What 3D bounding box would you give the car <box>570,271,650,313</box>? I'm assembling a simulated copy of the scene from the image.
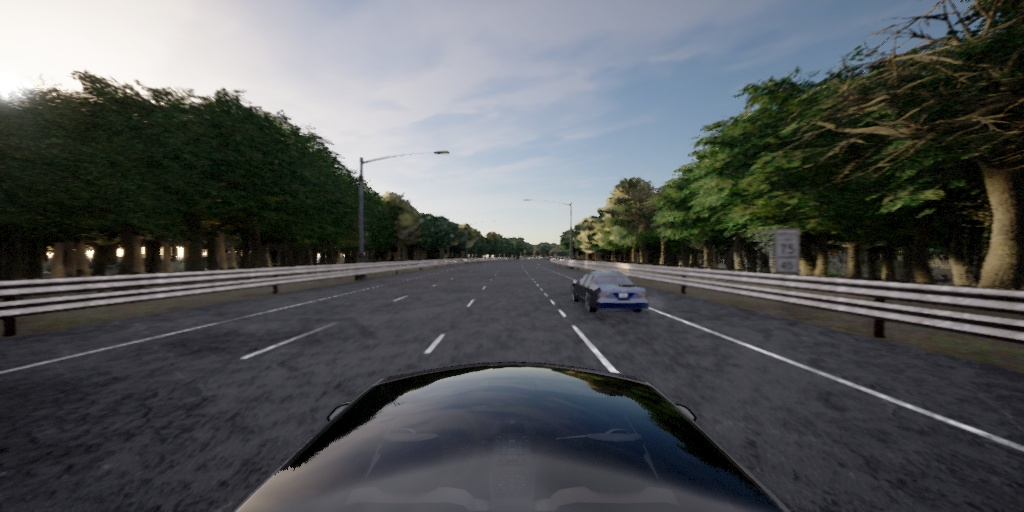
[{"bbox_3d":[3.545,1.297,13.929,2.033,1.411,5.357,0,0,0],"label":"car"}]
